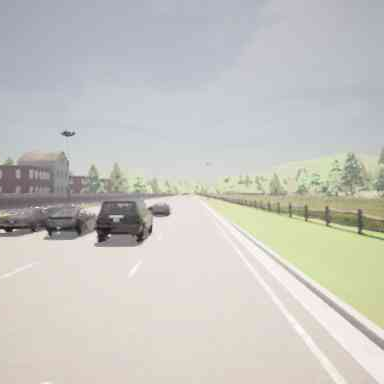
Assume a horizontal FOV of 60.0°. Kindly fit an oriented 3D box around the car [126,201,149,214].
[{"bbox_3d":[-6.771,1.845,41.870,2.033,1.411,5.357,-1,0,0],"label":"car"}]

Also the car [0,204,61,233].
[{"bbox_3d":[-10.338,1.771,21.592,2.033,1.411,5.357,-1,0,0],"label":"car"}]

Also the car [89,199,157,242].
[{"bbox_3d":[-3.352,1.353,17.442,2.150,2.045,5.566,-1,0,0],"label":"car"}]

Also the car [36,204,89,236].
[{"bbox_3d":[-6.844,1.669,19.557,2.128,1.511,4.902,-1,0,0],"label":"car"}]

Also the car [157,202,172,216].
[{"bbox_3d":[-3.290,1.794,35.880,1.994,1.385,4.181,-1,0,0],"label":"car"}]
